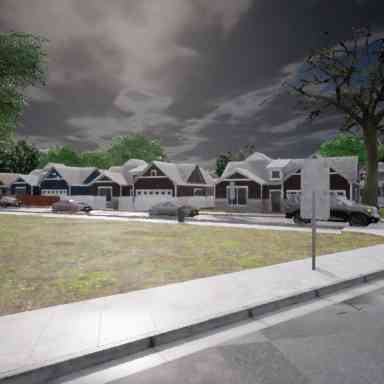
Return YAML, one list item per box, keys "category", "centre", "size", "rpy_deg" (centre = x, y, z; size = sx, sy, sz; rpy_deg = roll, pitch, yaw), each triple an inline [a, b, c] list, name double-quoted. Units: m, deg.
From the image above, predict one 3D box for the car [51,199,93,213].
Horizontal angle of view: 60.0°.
- category: "car"
  centre: [-11.880, 1.414, 32.933]
  size: [4.181, 1.385, 1.994]
  rpy_deg: [0, 0, 27]

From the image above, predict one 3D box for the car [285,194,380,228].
- category: "car"
  centre: [8.784, 1.166, 21.188]
  size: [5.566, 2.045, 2.150]
  rpy_deg: [0, 0, 35]

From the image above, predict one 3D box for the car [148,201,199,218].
- category: "car"
  centre: [-1.529, 1.462, 27.370]
  size: [4.181, 1.385, 1.994]
  rpy_deg: [0, 0, 29]

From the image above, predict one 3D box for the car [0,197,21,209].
- category: "car"
  centre: [-23.768, 1.330, 42.415]
  size: [4.674, 1.442, 1.812]
  rpy_deg: [0, 0, 28]
